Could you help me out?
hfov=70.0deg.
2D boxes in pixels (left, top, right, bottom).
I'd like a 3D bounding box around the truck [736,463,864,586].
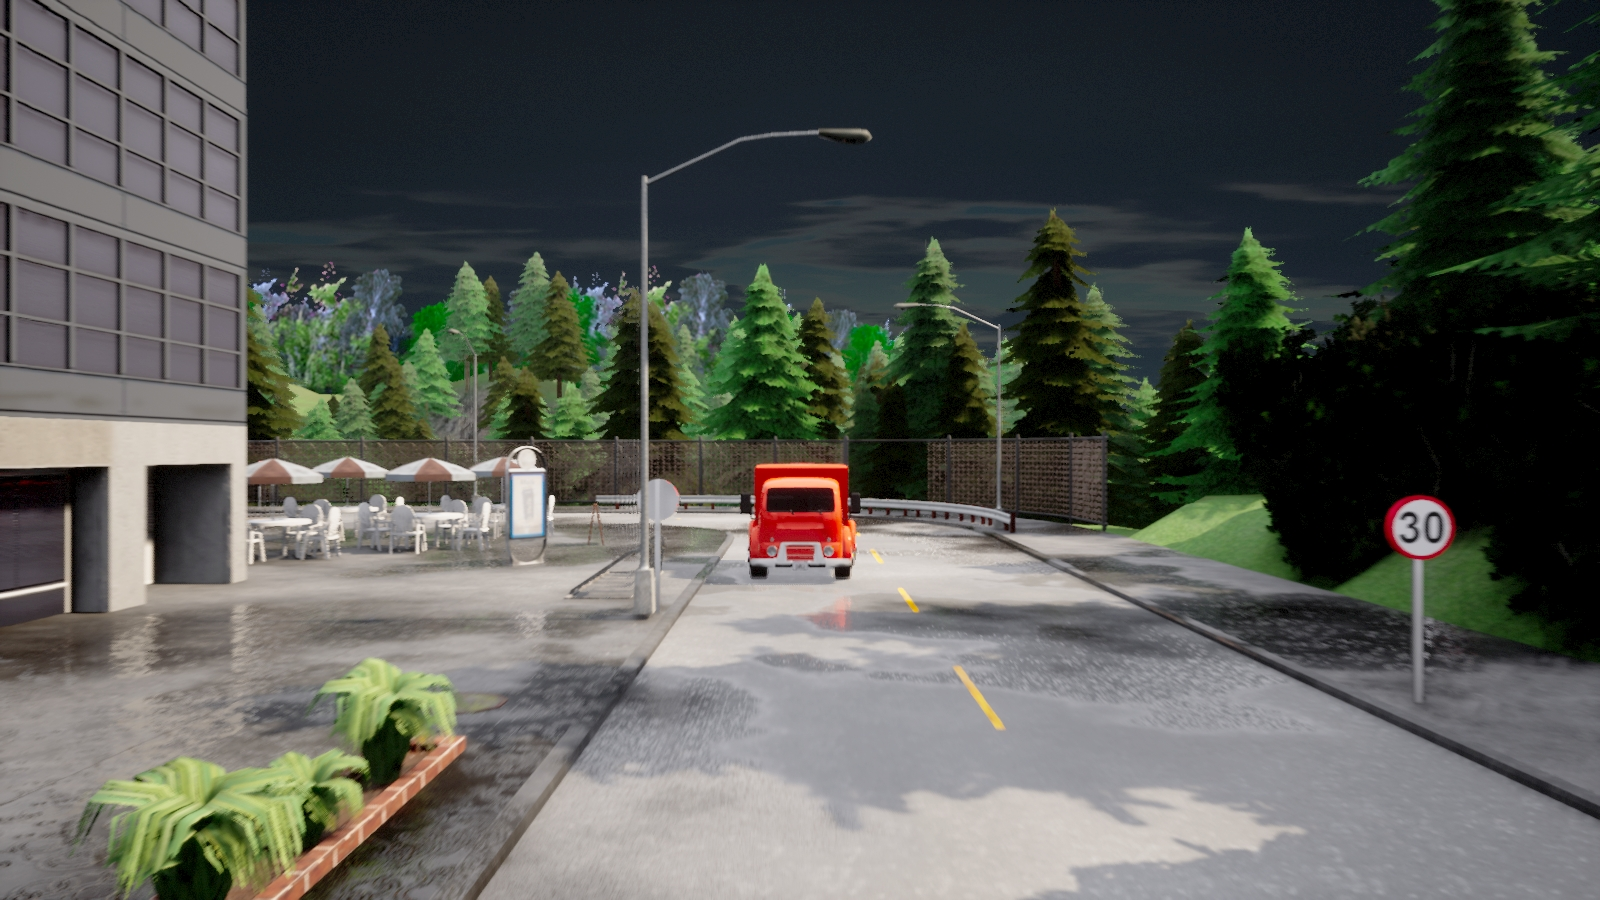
[{"bbox_3d":[0.037,1.550,25.990,2.627,2.467,5.204,0,0,1],"label":"truck"}]
